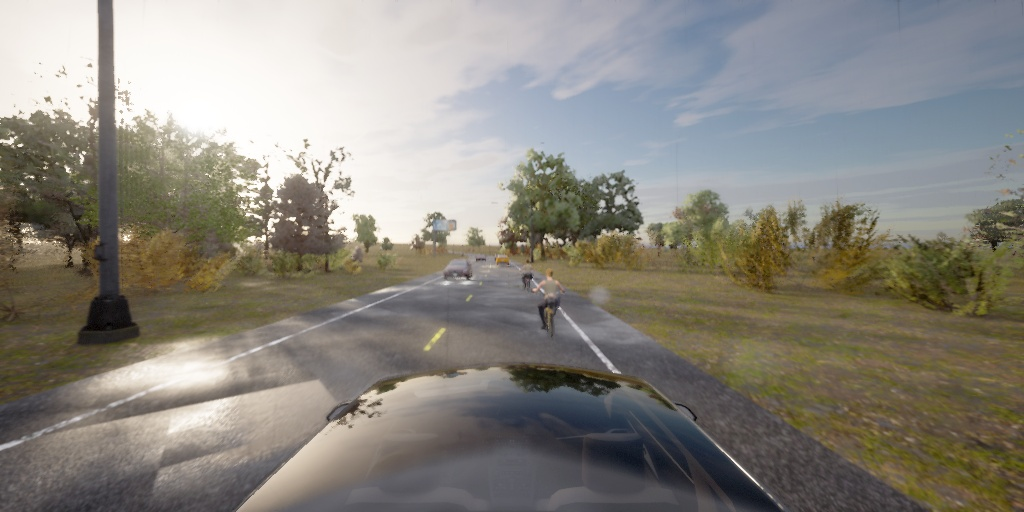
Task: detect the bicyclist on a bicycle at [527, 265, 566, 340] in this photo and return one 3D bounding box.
[{"bbox_3d":[0.900,1.104,8.679,0.866,1.612,1.509,0,1,0],"label":"bicyclist on a bicycle"}]

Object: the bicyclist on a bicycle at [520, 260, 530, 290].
[{"bbox_3d":[0.794,0.991,18.191,0.866,1.612,1.509,0,1,-1],"label":"bicyclist on a bicycle"}]

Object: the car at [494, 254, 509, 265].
[{"bbox_3d":[-1.543,0.541,57.230,1.882,1.535,5.008,0,1,-3],"label":"car"}]

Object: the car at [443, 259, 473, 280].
[{"bbox_3d":[-3.954,0.976,26.887,1.812,1.442,4.674,0,1,-2],"label":"car"}]
